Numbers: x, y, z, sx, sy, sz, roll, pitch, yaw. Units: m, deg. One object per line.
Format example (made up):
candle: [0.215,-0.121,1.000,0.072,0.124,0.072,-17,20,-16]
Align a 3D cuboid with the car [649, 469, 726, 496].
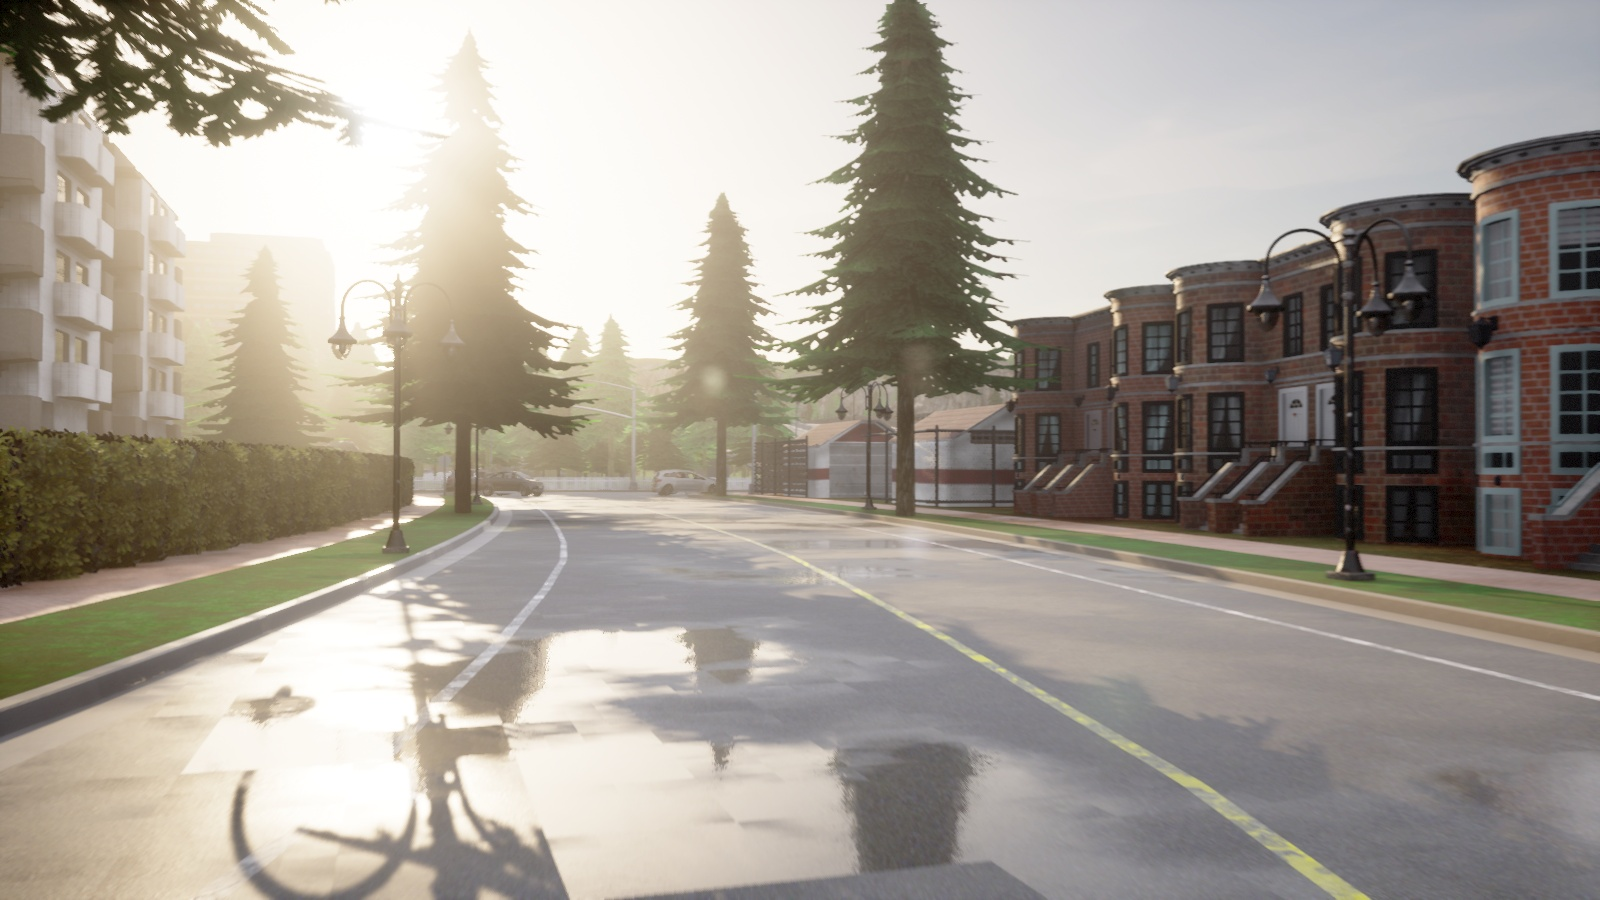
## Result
car: [-7.251,2.087,80.940,4.611,1.667,2.242,0,-1,-16]

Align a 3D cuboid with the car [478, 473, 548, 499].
car: [-17.235,2.174,75.475,3.705,1.549,1.789,-1,-2,18]

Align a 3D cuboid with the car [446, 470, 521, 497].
car: [-20.377,2.148,80.809,4.611,1.667,2.242,0,-1,-16]
